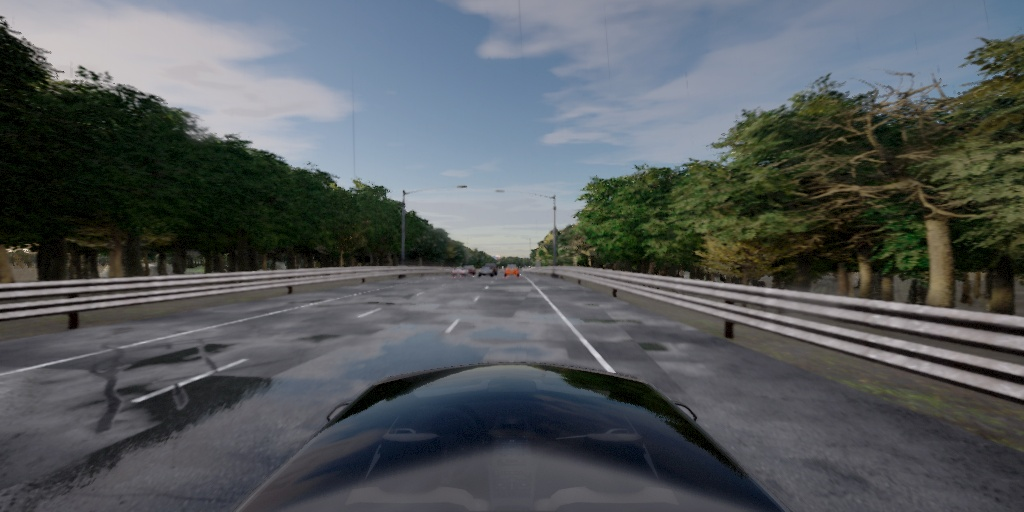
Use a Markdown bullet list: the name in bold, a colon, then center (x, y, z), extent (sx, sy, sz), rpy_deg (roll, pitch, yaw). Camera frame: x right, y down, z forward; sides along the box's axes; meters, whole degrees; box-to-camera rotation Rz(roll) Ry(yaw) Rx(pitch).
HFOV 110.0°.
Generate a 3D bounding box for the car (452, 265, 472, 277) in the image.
- **car**: center (-7.027, 2.193, 49.425), extent (1.895, 1.301, 4.718), rpy_deg (0, -2, 0)

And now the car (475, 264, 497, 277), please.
- **car**: center (-3.527, 2.155, 49.401), extent (1.994, 1.385, 4.181), rpy_deg (0, -2, 0)

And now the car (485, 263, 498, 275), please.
- **car**: center (-3.534, 2.207, 59.447), extent (2.150, 2.045, 5.566), rpy_deg (0, -2, 0)

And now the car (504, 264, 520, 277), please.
- **car**: center (-0.027, 1.942, 49.378), extent (2.097, 1.767, 4.553), rpy_deg (0, -2, 0)

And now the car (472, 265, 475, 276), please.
- **car**: center (-7.033, 2.328, 59.381), extent (2.097, 1.767, 4.553), rpy_deg (0, -2, 0)
